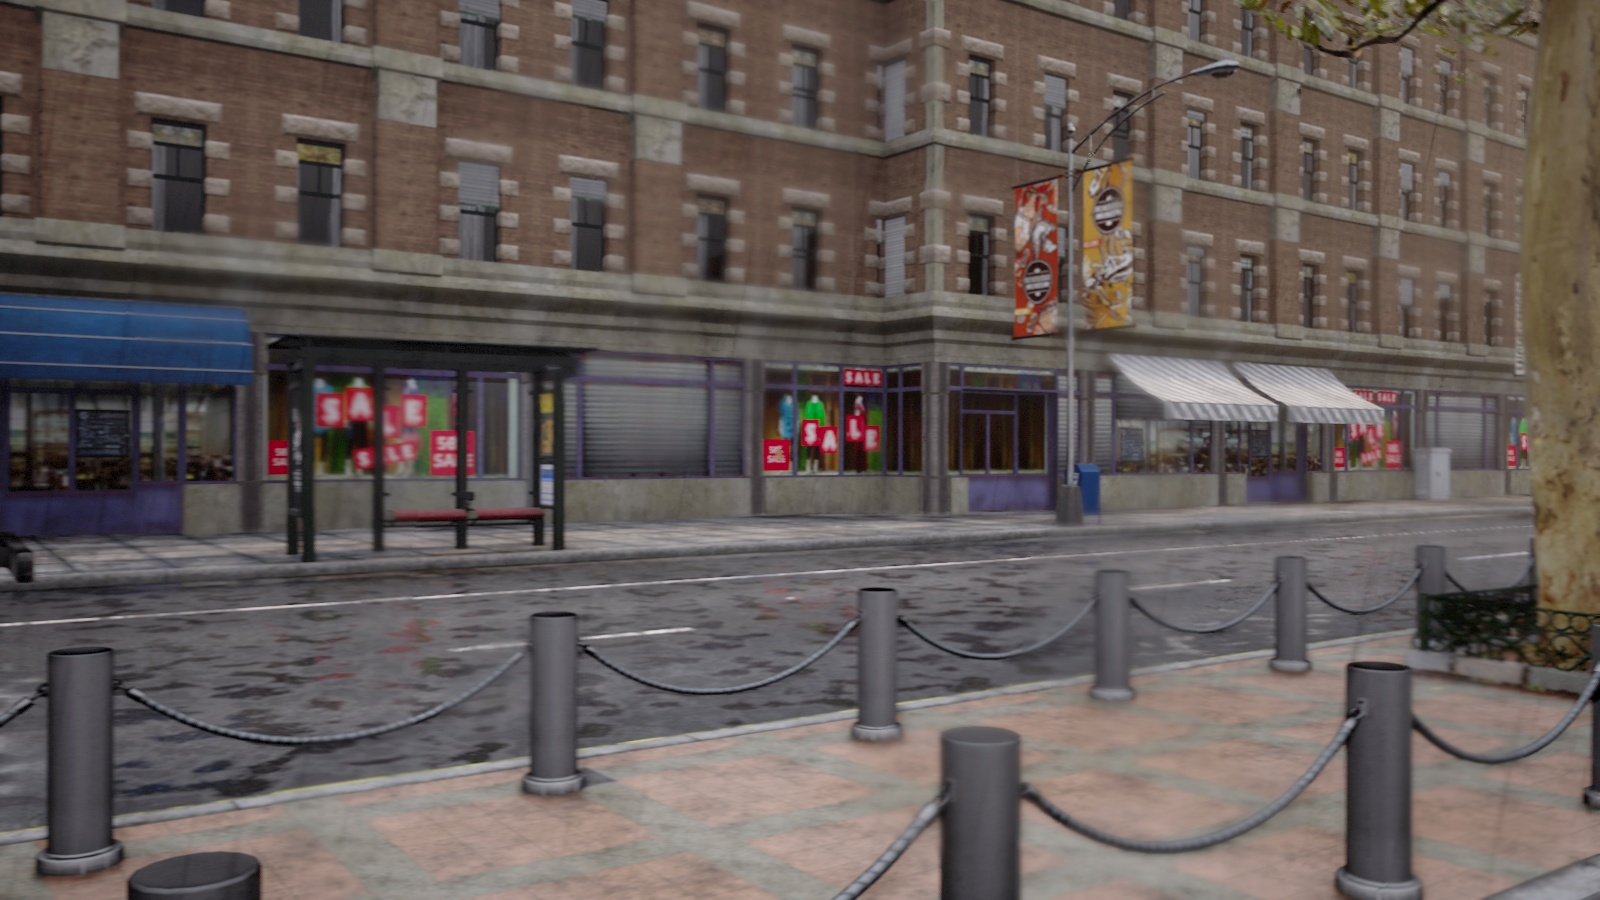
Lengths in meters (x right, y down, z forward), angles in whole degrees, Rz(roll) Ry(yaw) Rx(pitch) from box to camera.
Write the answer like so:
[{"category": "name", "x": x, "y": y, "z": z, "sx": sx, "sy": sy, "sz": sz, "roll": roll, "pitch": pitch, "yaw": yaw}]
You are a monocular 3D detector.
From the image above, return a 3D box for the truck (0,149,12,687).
[{"category": "truck", "x": -9.173, "y": -0.200, "z": 7.025, "sx": 7.936, "sy": 3.462, "sz": 2.891, "roll": 0, "pitch": 0, "yaw": -35}]
